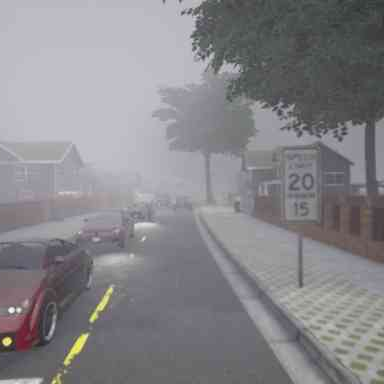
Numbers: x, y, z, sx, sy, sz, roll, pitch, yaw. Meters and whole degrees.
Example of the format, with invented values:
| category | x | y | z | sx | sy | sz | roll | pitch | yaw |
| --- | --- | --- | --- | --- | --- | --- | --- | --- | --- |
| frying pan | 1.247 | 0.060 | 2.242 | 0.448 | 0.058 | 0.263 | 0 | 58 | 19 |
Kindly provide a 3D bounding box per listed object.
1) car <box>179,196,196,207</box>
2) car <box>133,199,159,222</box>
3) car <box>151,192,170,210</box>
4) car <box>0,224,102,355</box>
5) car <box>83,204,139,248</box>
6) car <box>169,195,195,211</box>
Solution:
| category | x | y | z | sx | sy | sz | roll | pitch | yaw |
| --- | --- | --- | --- | --- | --- | --- | --- | --- | --- |
| car | -0.596 | 1.315 | 47.977 | 2.033 | 1.411 | 5.357 | -1 | 0 | 4 |
| car | -3.923 | 1.468 | 25.359 | 1.994 | 1.385 | 4.181 | -1 | 0 | 0 |
| car | -3.702 | 1.045 | 40.833 | 2.150 | 2.045 | 5.566 | -1 | 0 | 2 |
| car | -3.166 | 1.565 | 6.102 | 1.994 | 1.385 | 4.181 | -1 | 0 | -4 |
| car | -3.648 | 1.485 | 14.699 | 1.812 | 1.442 | 4.674 | -1 | 0 | -2 |
| car | -0.963 | 1.168 | 37.072 | 2.097 | 1.767 | 4.553 | -1 | 0 | 2 |
